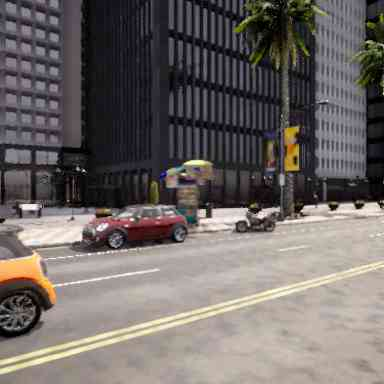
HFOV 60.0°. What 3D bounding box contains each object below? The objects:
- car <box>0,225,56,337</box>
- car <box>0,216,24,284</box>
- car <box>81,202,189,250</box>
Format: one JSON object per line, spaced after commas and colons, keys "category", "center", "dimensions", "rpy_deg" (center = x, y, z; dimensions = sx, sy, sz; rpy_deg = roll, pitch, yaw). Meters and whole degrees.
{"category": "car", "center": [-4.612, 1.357, 5.031], "dimensions": [4.553, 1.767, 2.097], "rpy_deg": [0, 0, -36]}
{"category": "car", "center": [-6.838, 1.485, 7.740], "dimensions": [5.008, 1.535, 1.882], "rpy_deg": [0, 0, -36]}
{"category": "car", "center": [-2.423, 1.363, 14.606], "dimensions": [4.553, 1.767, 2.185], "rpy_deg": [0, 0, -36]}
